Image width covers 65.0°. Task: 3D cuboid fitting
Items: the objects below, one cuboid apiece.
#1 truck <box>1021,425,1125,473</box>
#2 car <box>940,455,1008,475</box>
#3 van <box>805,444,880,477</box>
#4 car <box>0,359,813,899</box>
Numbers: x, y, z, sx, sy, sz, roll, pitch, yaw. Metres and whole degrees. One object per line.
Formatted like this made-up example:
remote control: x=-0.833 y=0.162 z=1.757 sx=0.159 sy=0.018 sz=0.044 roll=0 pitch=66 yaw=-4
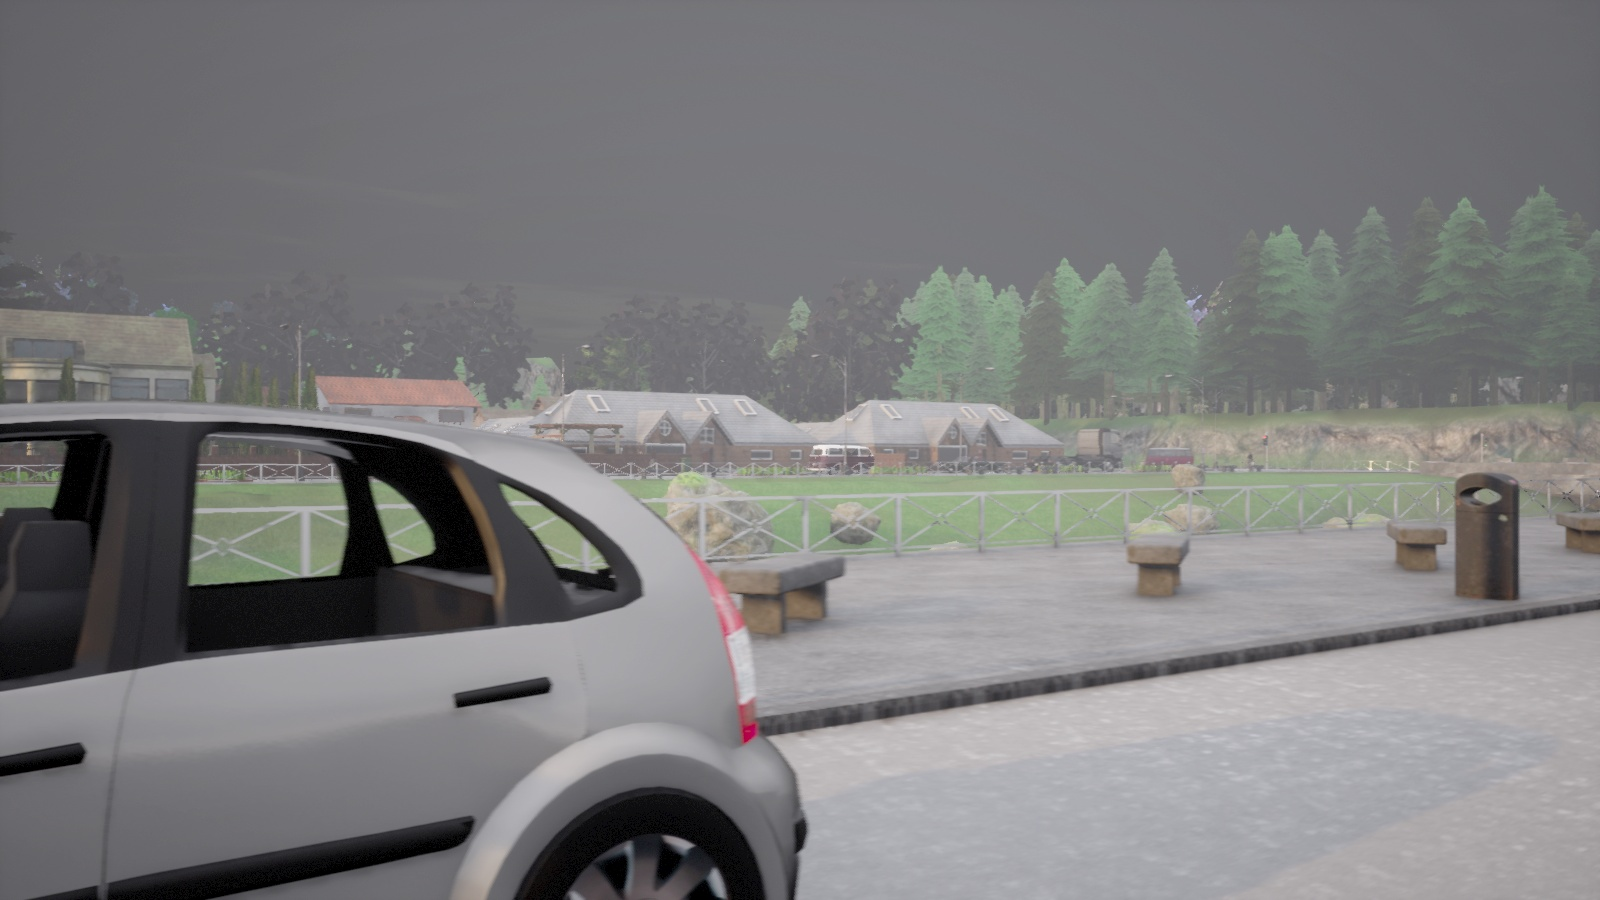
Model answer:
truck: x=20.382 y=-0.051 z=93.589 sx=7.936 sy=3.462 sz=2.891 roll=0 pitch=0 yaw=-35
car: x=12.179 y=1.035 z=87.877 sx=4.718 sy=1.301 sz=1.895 roll=0 pitch=0 yaw=-35
van: x=2.749 y=0.662 z=81.317 sx=4.480 sy=2.038 sz=2.069 roll=0 pitch=0 yaw=-35
car: x=-2.133 y=0.654 z=2.782 sx=3.988 sy=1.617 sz=1.851 roll=0 pitch=0 yaw=-35
